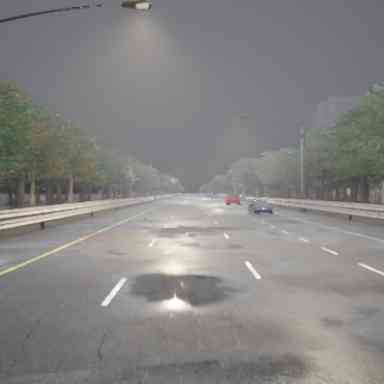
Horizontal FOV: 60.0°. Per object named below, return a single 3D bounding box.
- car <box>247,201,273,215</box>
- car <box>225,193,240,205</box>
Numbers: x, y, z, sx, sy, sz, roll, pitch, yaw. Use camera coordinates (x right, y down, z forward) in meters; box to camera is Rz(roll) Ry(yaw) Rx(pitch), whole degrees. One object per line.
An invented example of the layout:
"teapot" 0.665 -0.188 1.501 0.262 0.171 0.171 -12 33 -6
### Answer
"car" 6.991 1.576 34.401 1.994 1.385 4.181 0 0 0
"car" 6.991 1.269 57.709 2.150 2.045 5.566 0 0 0
